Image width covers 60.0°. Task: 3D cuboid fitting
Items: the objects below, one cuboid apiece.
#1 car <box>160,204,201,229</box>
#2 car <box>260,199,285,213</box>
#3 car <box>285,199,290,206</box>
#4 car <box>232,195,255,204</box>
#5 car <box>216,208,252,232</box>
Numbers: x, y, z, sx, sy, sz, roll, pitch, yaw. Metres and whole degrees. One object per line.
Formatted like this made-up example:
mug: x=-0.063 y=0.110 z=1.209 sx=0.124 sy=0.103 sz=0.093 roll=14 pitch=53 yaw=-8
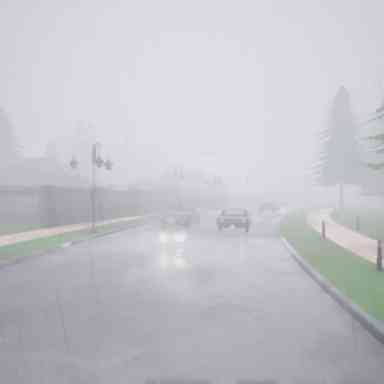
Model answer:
car: x=-0.684 y=1.569 z=22.336 sx=2.128 sy=1.511 sz=4.902 roll=0 pitch=0 yaw=14
car: x=9.492 y=1.694 z=40.108 sx=1.837 sy=1.490 sz=4.892 roll=0 pitch=0 yaw=25
car: x=16.081 y=1.892 z=59.627 sx=1.895 sy=1.301 sz=4.718 roll=0 pitch=0 yaw=31
car: x=9.866 y=1.462 z=66.684 sx=3.866 sy=1.878 sz=1.905 roll=0 pitch=0 yaw=30
car: x=2.804 y=1.690 z=21.137 sx=1.895 sy=1.301 sz=4.718 roll=0 pitch=0 yaw=13
